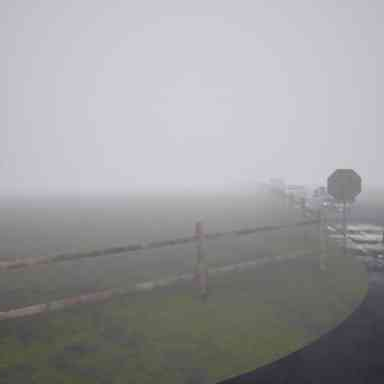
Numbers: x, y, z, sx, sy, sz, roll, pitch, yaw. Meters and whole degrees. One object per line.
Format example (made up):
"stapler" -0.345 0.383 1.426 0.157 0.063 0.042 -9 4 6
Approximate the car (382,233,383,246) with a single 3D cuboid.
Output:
"car" 5.844 1.102 7.216 1.994 1.385 4.181 0 3 11

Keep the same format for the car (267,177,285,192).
"car" 12.136 -1.121 48.065 2.150 2.045 5.566 0 2 6

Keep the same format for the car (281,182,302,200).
"car" 9.830 0.031 31.256 1.895 1.301 4.718 0 3 8

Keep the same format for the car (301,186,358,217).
"car" 7.843 0.493 18.843 2.128 1.511 4.902 0 3 10
